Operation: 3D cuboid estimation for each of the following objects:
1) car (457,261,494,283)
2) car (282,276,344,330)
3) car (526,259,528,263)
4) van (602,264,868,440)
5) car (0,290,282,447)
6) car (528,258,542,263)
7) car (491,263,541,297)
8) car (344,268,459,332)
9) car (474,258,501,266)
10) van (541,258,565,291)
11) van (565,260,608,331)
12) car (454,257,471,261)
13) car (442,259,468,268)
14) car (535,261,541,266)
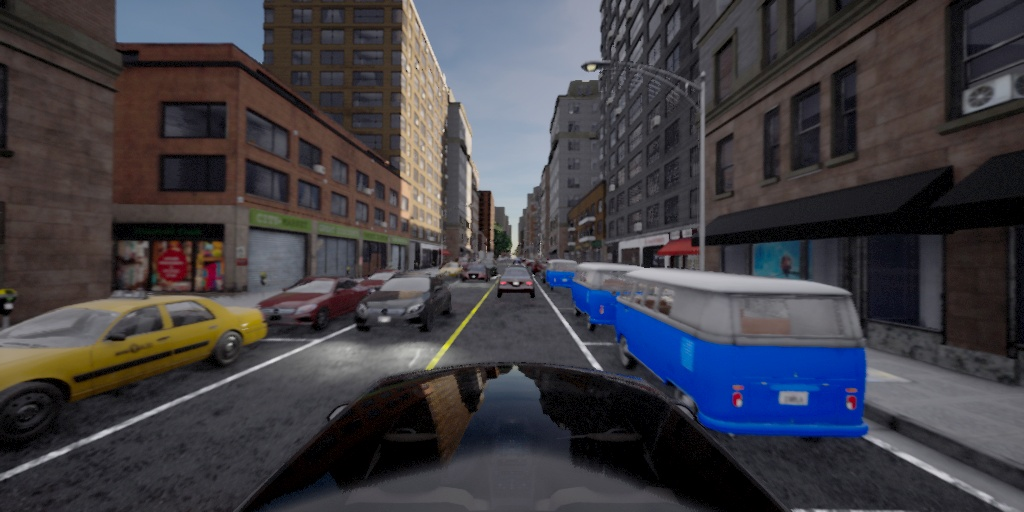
[{"bbox_3d":[-2.715,1.282,27.696,1.994,1.385,4.181,1,0,1],"label":"car"},{"bbox_3d":[-5.756,1.274,10.856,1.802,1.307,4.207,0,0,1],"label":"car"},{"bbox_3d":[3.320,1.330,49.194,2.007,1.370,4.403,0,0,1],"label":"car"},{"bbox_3d":[2.698,1.115,5.267,1.690,1.789,3.998,0,0,1],"label":"van"},{"bbox_3d":[-5.836,1.218,5.193,1.751,1.417,4.829,0,0,1],"label":"car"},{"bbox_3d":[3.164,1.089,38.213,2.192,1.841,5.009,0,0,1],"label":"car"},{"bbox_3d":[0.223,1.294,18.818,2.033,1.411,5.357,1,0,1],"label":"car"},{"bbox_3d":[-2.992,1.244,10.846,1.812,1.442,4.674,1,0,1],"label":"car"},{"bbox_3d":[-2.528,1.112,36.321,2.097,1.767,4.553,1,0,1],"label":"car"},{"bbox_3d":[2.931,1.113,21.740,1.690,1.789,3.998,0,0,1],"label":"van"},{"bbox_3d":[2.776,1.114,10.758,1.690,1.789,3.998,0,0,1],"label":"van"},{"bbox_3d":[-5.365,1.007,38.318,2.192,1.841,5.009,0,0,1],"label":"car"},{"bbox_3d":[-5.445,1.216,32.656,1.751,1.417,4.829,0,0,1],"label":"car"},{"bbox_3d":[3.009,1.323,27.232,2.007,1.370,4.403,0,0,1],"label":"car"}]
